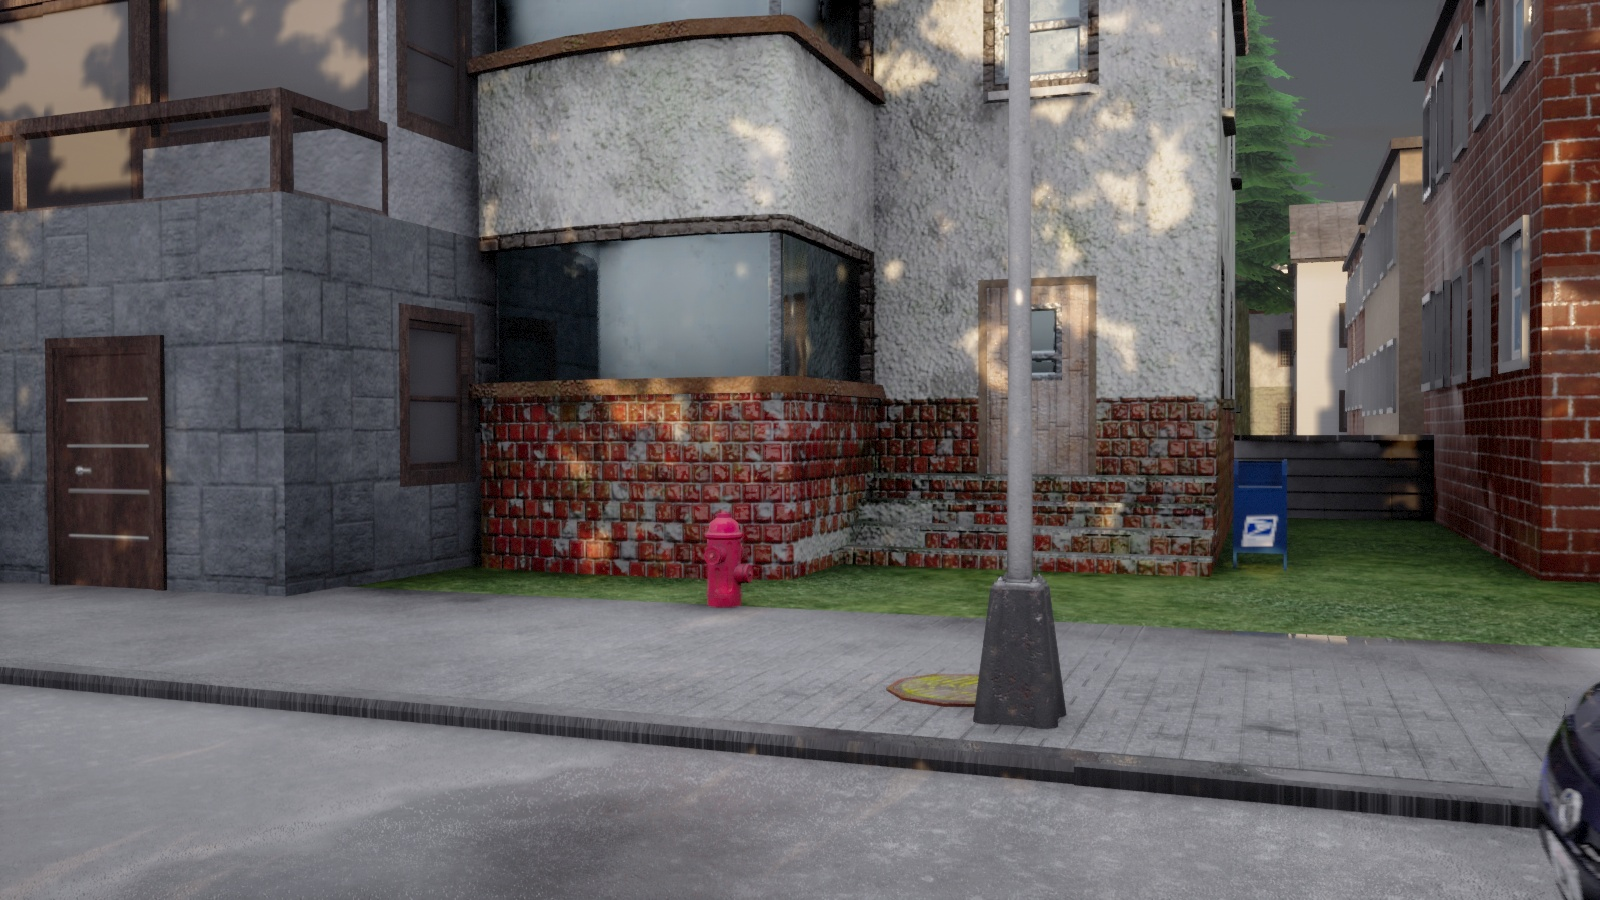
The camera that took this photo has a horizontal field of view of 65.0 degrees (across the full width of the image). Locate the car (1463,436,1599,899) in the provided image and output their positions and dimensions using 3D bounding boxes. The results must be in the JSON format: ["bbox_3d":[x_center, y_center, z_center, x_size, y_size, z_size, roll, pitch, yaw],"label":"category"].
[{"bbox_3d":[3.924,0.750,2.355,4.514,1.525,2.007,1,1,21],"label":"car"}]
